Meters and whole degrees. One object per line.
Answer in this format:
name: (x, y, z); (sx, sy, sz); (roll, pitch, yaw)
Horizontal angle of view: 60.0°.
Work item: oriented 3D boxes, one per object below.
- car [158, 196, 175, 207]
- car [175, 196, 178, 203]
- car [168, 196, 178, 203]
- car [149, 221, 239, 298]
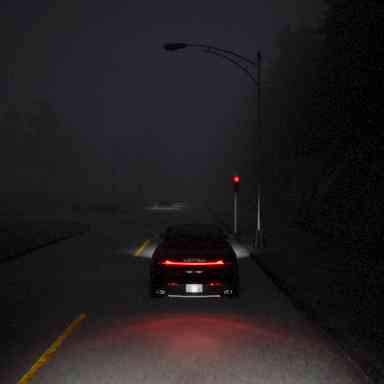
car: (-4.090, 1.477, 51.207); (1.882, 1.535, 5.008); (0, 0, 0)
car: (-4.066, 1.477, 60.553); (1.882, 1.535, 5.008); (0, 0, 0)
car: (-3.994, 1.522, 70.755); (1.812, 1.442, 4.674); (0, 0, 0)
car: (0.059, 1.505, 8.481); (1.837, 1.490, 4.892); (0, 0, 0)
